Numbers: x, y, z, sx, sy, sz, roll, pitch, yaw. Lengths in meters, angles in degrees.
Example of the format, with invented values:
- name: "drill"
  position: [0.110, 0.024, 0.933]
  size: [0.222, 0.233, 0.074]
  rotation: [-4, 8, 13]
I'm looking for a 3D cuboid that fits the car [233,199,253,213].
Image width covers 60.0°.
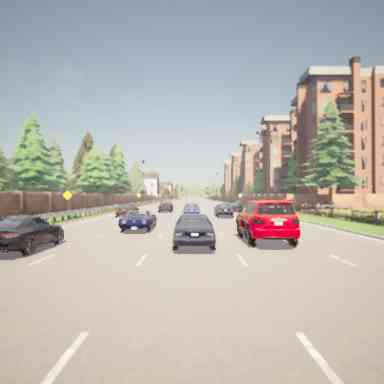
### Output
- name: "car"
  position: [6.862, 1.879, 45.491]
  size: [2.097, 1.767, 4.553]
  rotation: [0, -1, 0]

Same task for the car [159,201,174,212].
- name: "car"
  position: [-3.612, 2.031, 46.796]
  size: [2.128, 1.511, 4.902]
  rotation: [0, -1, 0]

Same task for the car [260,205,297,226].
- name: "car"
  position: [7.004, 1.843, 27.332]
  size: [1.812, 1.442, 4.674]
  rotation: [0, -1, 0]

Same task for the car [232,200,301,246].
- name: "car"
  position: [3.567, 1.414, 16.403]
  size: [2.150, 2.045, 5.566]
  rotation: [0, 0, 0]

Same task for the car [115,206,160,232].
- name: "car"
  position: [-3.462, 1.856, 22.016]
  size: [1.895, 1.301, 4.718]
  rotation: [0, -1, 0]

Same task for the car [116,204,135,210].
- name: "car"
  position: [-7.049, 1.969, 36.431]
  size: [2.033, 1.411, 5.357]
  rotation: [0, -1, 0]

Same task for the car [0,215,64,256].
- name: "car"
  position: [-6.925, 1.685, 13.700]
  size: [1.812, 1.442, 4.674]
  rotation: [0, -1, 0]

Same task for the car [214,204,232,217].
- name: "car"
  position: [3.451, 1.971, 36.587]
  size: [2.033, 1.411, 5.357]
  rotation: [0, -1, 0]

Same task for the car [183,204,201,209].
- name: "car"
  position: [-0.049, 1.970, 36.481]
  size: [2.033, 1.411, 5.357]
  rotation: [0, -1, 0]

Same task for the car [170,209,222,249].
- name: "car"
  position: [0.080, 1.726, 15.346]
  size: [2.033, 1.411, 5.357]
  rotation: [0, -1, 0]
